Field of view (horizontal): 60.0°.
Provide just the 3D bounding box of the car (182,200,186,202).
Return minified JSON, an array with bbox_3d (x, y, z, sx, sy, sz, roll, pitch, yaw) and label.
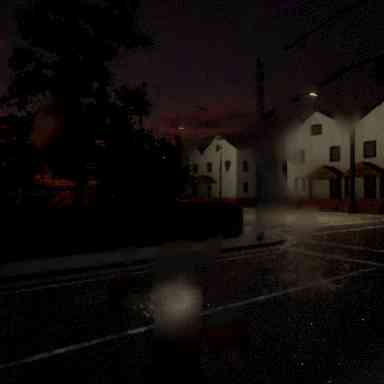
[{"bbox_3d":[-2.763,1.263,40.139,2.150,2.045,5.566,0,0,-35],"label":"car"}]
